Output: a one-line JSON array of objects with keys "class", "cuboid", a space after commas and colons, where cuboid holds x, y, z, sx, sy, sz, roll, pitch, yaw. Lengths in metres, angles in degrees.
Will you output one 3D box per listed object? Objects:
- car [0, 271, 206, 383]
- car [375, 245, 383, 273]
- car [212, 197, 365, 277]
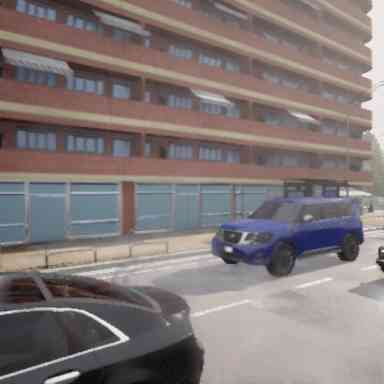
[{"class": "car", "cuboid": [-2.149, 1.508, 2.458, 4.892, 1.490, 1.837, 0, 0, -35]}, {"class": "car", "cuboid": [6.914, 1.575, 8.897, 4.718, 1.301, 1.895, 0, 0, -35]}, {"class": "car", "cuboid": [3.252, 1.202, 10.593, 5.566, 2.045, 2.150, 0, 0, -35]}]
